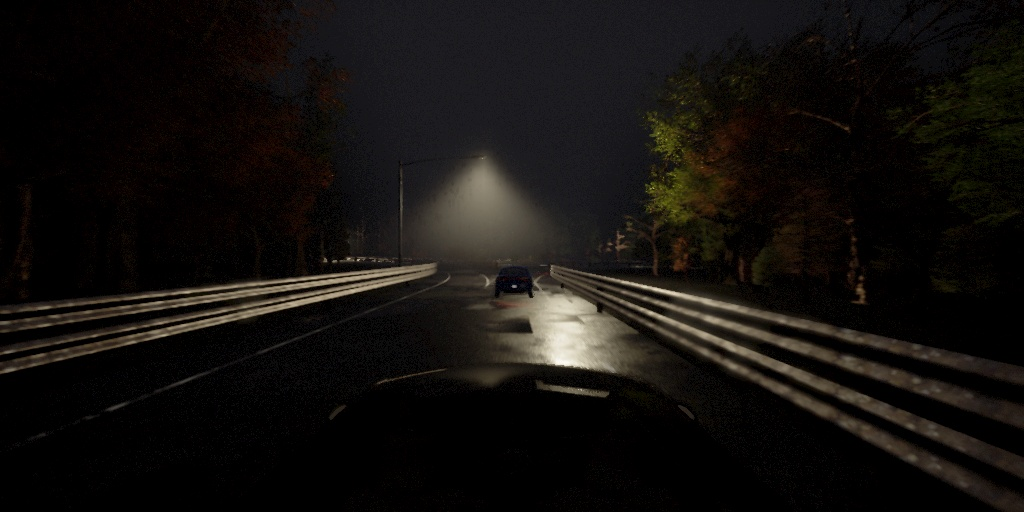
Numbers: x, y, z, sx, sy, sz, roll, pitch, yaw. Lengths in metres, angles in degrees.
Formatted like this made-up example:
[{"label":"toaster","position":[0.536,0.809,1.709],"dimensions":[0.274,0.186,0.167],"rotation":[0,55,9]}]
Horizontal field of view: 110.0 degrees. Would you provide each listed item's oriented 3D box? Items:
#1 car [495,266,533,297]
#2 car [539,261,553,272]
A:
[{"label":"car","position":[0.129,1.284,19.554],"dimensions":[1.882,1.535,5.008],"rotation":[0,0,1]},{"label":"car","position":[5.402,1.545,53.238],"dimensions":[2.128,1.511,4.902],"rotation":[0,-1,21]}]
